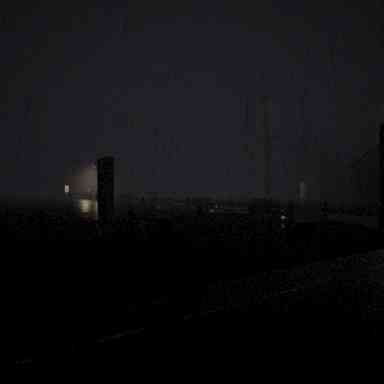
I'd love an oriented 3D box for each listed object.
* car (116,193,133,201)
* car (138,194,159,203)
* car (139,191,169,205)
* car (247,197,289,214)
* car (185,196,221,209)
[{"bbox_3d":[-13.465,0.879,66.055,1.882,1.535,5.008,-1,1,-36],"label":"car"},{"bbox_3d":[-7.637,1.025,57.998,1.812,1.442,4.674,-1,1,-35],"label":"car"},{"bbox_3d":[-5.571,0.816,50.169,2.150,2.045,5.566,-1,1,-36],"label":"car"},{"bbox_3d":[7.421,1.312,32.035,1.837,1.490,4.892,-1,1,-36],"label":"car"},{"bbox_3d":[1.247,1.255,40.643,2.033,1.411,5.357,-1,1,-36],"label":"car"}]
